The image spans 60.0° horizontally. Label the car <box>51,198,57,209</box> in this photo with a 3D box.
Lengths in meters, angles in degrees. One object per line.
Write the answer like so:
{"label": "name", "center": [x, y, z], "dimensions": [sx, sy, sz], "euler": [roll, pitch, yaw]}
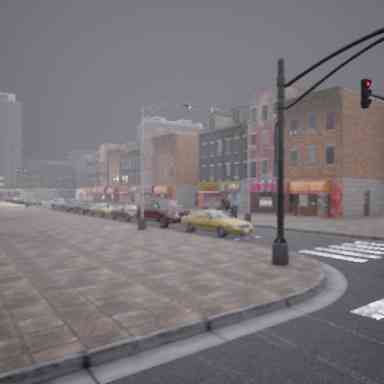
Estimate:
{"label": "car", "center": [-17.867, 1.692, 44.960], "dimensions": [2.008, 1.369, 4.403], "euler": [0, 0, -36]}

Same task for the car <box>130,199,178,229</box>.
{"label": "car", "center": [-2.000, 1.383, 22.794], "dimensions": [2.192, 1.841, 5.009], "euler": [0, 0, -36]}

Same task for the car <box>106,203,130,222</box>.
{"label": "car", "center": [-5.173, 1.664, 27.227], "dimensions": [1.802, 1.307, 4.206], "euler": [0, 0, -36]}

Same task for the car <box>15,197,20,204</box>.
{"label": "car", "center": [-33.734, 1.782, 67.127], "dimensions": [1.947, 1.339, 4.313], "euler": [0, 0, -36]}

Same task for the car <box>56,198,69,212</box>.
{"label": "car", "center": [-14.693, 1.692, 40.527], "dimensions": [1.947, 1.339, 4.313], "euler": [0, 0, -36]}

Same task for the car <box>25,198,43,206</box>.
{"label": "car", "center": [-27.387, 1.737, 58.261], "dimensions": [2.008, 1.369, 4.403], "euler": [0, 0, -36]}

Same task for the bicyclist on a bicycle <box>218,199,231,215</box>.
{"label": "bicyclist on a bicycle", "center": [2.549, 1.386, 26.140], "dimensions": [1.656, 1.620, 0.582], "euler": [0, 0, -36]}

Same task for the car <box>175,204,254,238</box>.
{"label": "car", "center": [1.273, 1.579, 18.222], "dimensions": [1.752, 1.417, 4.829], "euler": [0, 0, -36]}

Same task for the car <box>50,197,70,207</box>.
{"label": "car", "center": [-22.061, 1.658, 55.519], "dimensions": [1.882, 1.535, 5.008], "euler": [0, 0, -36]}

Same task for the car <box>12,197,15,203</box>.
{"label": "car", "center": [-36.907, 1.813, 71.560], "dimensions": [1.802, 1.307, 4.206], "euler": [0, 0, -36]}

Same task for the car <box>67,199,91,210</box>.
{"label": "car", "center": [-16.063, 1.752, 47.141], "dimensions": [1.895, 1.301, 4.718], "euler": [0, 0, -36]}

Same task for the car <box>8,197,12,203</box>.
{"label": "car", "center": [-40.080, 1.811, 75.994], "dimensions": [1.947, 1.339, 4.313], "euler": [0, 0, -36]}

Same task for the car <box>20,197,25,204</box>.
{"label": "car", "center": [-30.461, 1.726, 62.555], "dimensions": [1.752, 1.417, 4.829], "euler": [0, 0, -36]}

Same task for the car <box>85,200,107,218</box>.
{"label": "car", "center": [-8.247, 1.621, 31.522], "dimensions": [1.752, 1.417, 4.829], "euler": [0, 0, -36]}

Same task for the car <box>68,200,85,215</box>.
{"label": "car", "center": [-11.520, 1.677, 36.093], "dimensions": [1.947, 1.339, 4.313], "euler": [0, 0, -36]}
